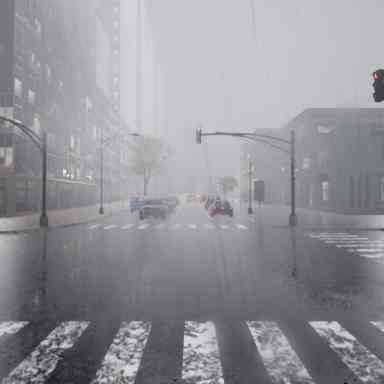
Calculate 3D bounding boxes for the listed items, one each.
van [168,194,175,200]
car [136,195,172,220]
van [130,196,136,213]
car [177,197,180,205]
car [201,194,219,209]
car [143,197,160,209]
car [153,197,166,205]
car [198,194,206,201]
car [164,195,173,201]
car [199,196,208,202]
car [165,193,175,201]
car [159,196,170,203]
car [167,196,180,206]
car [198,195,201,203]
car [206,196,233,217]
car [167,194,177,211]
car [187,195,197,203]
[{"bbox_3d":[-5.789,1.351,93.341,1.690,1.788,3.998,1,0,0],"label":"van"},{"bbox_3d":[-3.134,1.357,28.091,2.097,1.767,4.553,0,0,0],"label":"car"},{"bbox_3d":[-5.718,1.347,36.602,1.690,1.788,3.998,1,0,0],"label":"van"},{"bbox_3d":[-3.148,1.499,46.890,2.128,1.511,4.902,0,0,0],"label":"car"},{"bbox_3d":[2.655,1.322,42.325,2.192,1.841,5.009,1,0,0],"label":"car"},{"bbox_3d":[-5.735,1.533,47.779,1.752,1.417,4.829,1,0,0],"label":"car"},{"bbox_3d":[-5.751,1.590,59.297,1.802,1.307,4.206,1,0,0],"label":"car"},{"bbox_3d":[2.596,1.450,87.716,1.967,1.590,4.097,1,0,0],"label":"car"},{"bbox_3d":[-5.778,1.560,81.993,2.008,1.369,4.403,1,0,0],"label":"car"},{"bbox_3d":[2.608,1.575,76.369,1.947,1.339,4.313,1,0,0],"label":"car"},{"bbox_3d":[-5.781,1.325,87.668,2.192,1.841,5.009,1,0,0],"label":"car"},{"bbox_3d":[-5.765,1.575,70.645,1.947,1.339,4.313,1,0,0],"label":"car"},{"bbox_3d":[-3.132,1.485,56.994,1.882,1.535,5.008,0,0,1],"label":"car"},{"bbox_3d":[2.627,1.323,65.021,2.192,1.841,5.009,1,0,0],"label":"car"},{"bbox_3d":[2.667,1.445,30.977,1.967,1.590,4.097,1,0,0],"label":"car"},{"bbox_3d":[-3.143,1.358,37.004,2.097,1.767,4.553,0,0,0],"label":"car"},{"bbox_3d":[0.014,1.361,69.553,2.097,1.767,4.553,0,0,0],"label":"car"}]
